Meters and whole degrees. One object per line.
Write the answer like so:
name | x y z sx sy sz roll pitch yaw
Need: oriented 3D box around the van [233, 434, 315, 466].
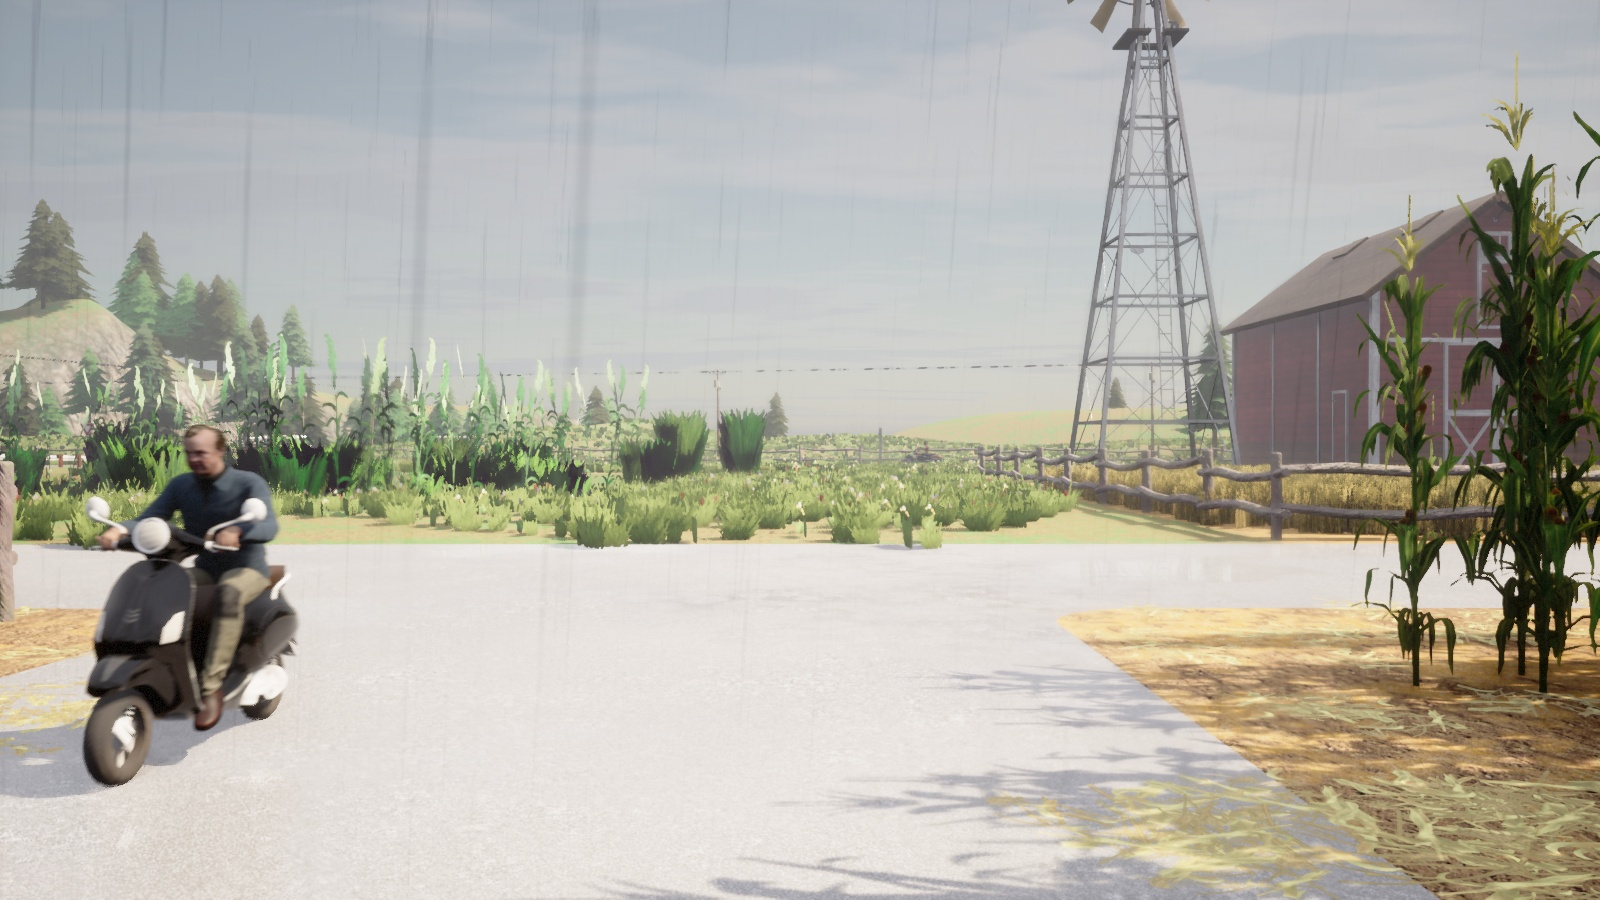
van | -34.272 -0.012 81.903 4.480 2.038 2.069 0 0 6

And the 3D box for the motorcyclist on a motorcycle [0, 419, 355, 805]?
motorcyclist on a motorcycle | -2.954 0.664 6.107 0.866 1.590 1.817 0 0 3

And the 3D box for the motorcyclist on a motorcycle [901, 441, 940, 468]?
motorcyclist on a motorcycle | 7.444 0.272 77.616 2.350 1.649 0.766 0 0 6
